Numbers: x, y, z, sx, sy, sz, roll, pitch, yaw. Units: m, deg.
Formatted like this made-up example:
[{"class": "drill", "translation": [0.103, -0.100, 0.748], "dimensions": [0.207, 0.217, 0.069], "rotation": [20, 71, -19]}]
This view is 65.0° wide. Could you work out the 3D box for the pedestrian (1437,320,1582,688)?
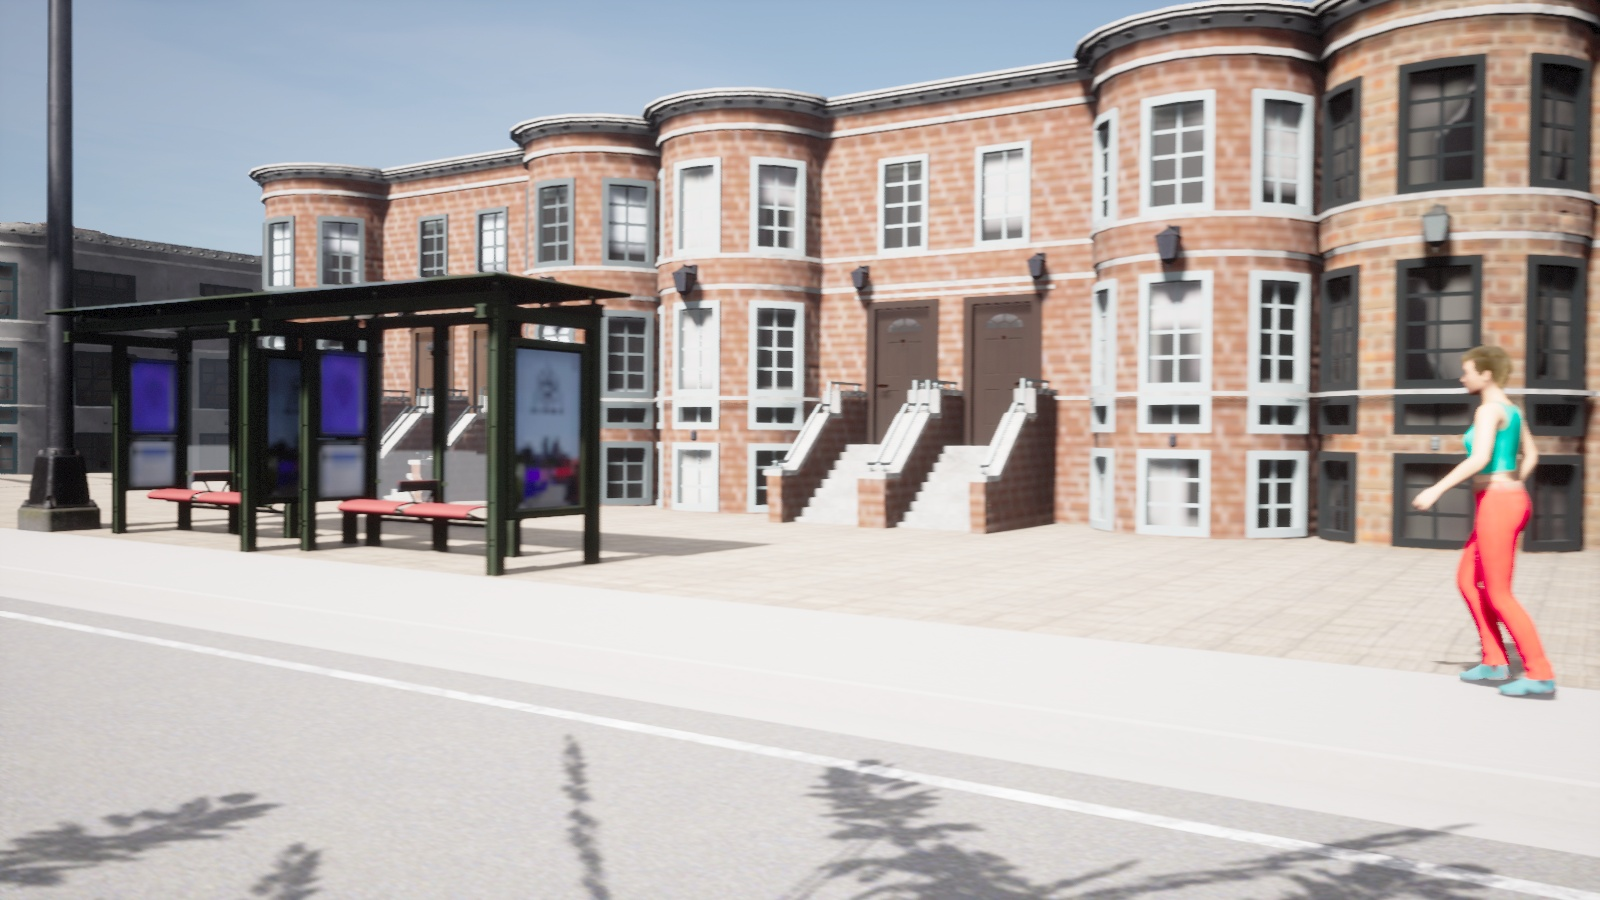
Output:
[{"class": "pedestrian", "translation": [3.719, 0.269, 6.591], "dimensions": [0.594, 1.836, 0.345], "rotation": [0, 1, 43]}]
